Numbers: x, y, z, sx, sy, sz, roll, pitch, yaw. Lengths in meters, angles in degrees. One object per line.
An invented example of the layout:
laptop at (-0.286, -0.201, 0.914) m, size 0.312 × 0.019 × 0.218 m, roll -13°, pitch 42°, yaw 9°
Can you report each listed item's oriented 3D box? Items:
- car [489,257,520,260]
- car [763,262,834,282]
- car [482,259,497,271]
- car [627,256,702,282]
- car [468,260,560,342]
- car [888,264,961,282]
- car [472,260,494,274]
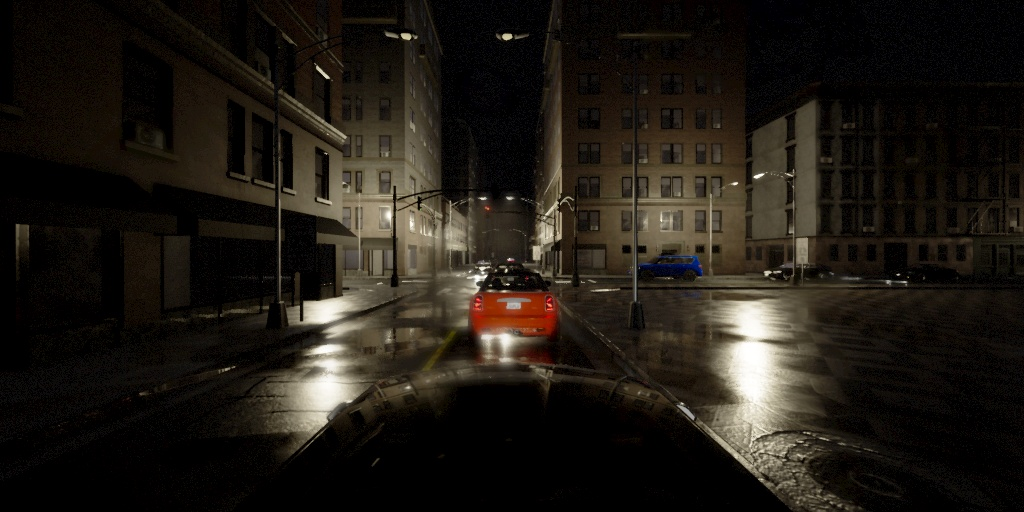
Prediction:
car at (-0.183, 1.101, 18.861) m, size 2.097 × 1.767 × 4.553 m, roll 0°, pitch 0°, yaw -3°
car at (22.858, 1.247, 28.724) m, size 4.902 × 1.511 × 2.128 m, roll 0°, pitch 0°, yaw -1°
car at (-3.241, 1.251, 51.503) m, size 1.837 × 1.490 × 4.892 m, roll 0°, pitch 0°, yaw 0°
car at (12.161, 0.975, 28.613) m, size 5.566 × 2.045 × 2.150 m, roll 0°, pitch 0°, yaw -1°
car at (0.048, 1.102, 9.941) m, size 2.097 × 1.767 × 4.553 m, roll 0°, pitch 0°, yaw 0°
car at (33.034, 1.319, 28.807) m, size 4.181 × 1.385 × 1.994 m, roll 0°, pitch 0°, yaw 0°
car at (-3.224, 1.238, 41.255) m, size 2.128 × 1.511 × 4.902 m, roll 0°, pitch 0°, yaw 0°
